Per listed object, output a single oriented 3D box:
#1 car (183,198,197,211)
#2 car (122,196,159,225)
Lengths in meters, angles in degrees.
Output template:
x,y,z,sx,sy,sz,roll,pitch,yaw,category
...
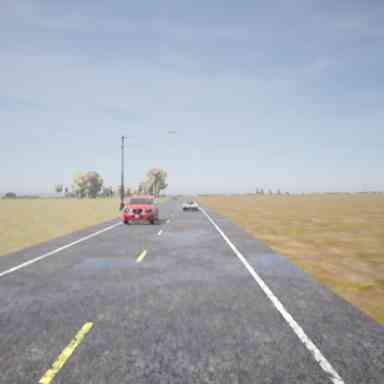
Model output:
x,y,z,sx,sy,sz,roll,pitch,yaw,category
-0.267,1.770,43.877,1.895,1.301,4.718,0,0,-1,car
-3.727,1.312,25.156,2.150,2.045,5.566,0,0,-1,car
